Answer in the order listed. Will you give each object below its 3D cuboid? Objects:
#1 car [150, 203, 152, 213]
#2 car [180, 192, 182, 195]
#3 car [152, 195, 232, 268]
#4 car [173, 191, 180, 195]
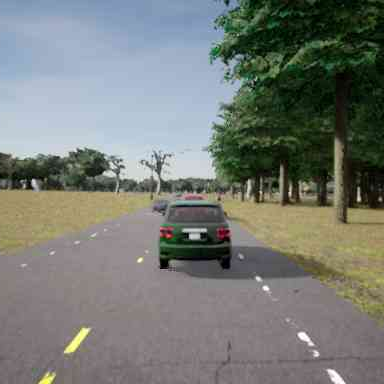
[{"bbox_3d":[-3.594,1.558,38.115,1.837,1.490,4.892,0,0,0],"label":"car"},{"bbox_3d":[0.095,1.296,30.397,2.150,2.045,5.566,0,0,0],"label":"car"},{"bbox_3d":[0.086,1.275,11.647,2.150,2.045,5.566,0,0,0],"label":"car"},{"bbox_3d":[-3.496,0.512,78.551,2.097,1.767,4.553,0,1,0],"label":"car"}]
